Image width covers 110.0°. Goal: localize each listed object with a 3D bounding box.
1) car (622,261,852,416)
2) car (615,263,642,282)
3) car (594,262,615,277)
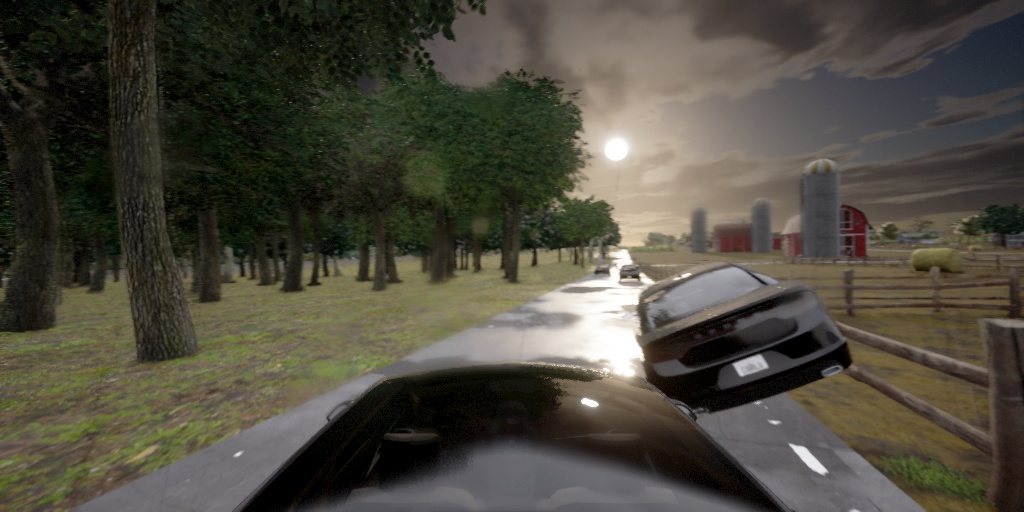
[{"bbox_3d":[2.854,0.962,5.613,1.882,1.535,5.008,-26,-10,15],"label":"car"},{"bbox_3d":[10.223,1.460,31.282,1.837,1.490,4.892,-1,-1,18],"label":"car"},{"bbox_3d":[10.695,1.699,42.193,1.895,1.301,4.718,-1,-1,17],"label":"car"}]
